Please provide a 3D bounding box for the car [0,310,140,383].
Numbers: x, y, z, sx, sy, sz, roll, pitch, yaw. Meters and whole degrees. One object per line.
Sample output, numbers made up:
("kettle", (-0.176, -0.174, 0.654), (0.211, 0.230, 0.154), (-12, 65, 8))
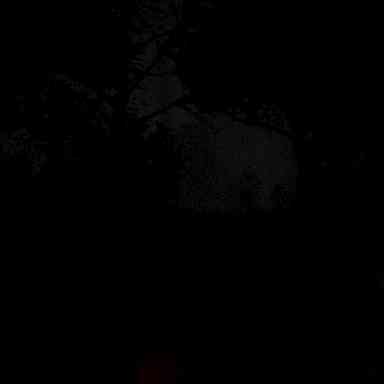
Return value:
("car", (-2.831, 1.551, 1.650), (5.357, 1.411, 2.033), (0, 0, -36))
